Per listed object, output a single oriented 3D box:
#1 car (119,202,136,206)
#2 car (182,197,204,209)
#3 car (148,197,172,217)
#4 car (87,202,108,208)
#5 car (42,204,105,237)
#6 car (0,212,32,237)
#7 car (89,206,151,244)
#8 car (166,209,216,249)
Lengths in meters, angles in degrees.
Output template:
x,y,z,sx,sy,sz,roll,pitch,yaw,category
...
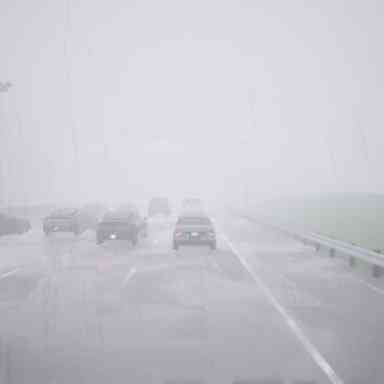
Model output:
x,y,z,sx,sy,sz,roll,pitch,yaw,category
-6.910,1.866,35.983,2.128,1.511,4.902,0,-1,0,car
0.090,1.600,36.248,2.150,2.045,5.566,0,0,0,car
-3.412,1.596,35.749,2.150,2.045,5.566,0,0,0,car
-10.410,1.867,36.063,2.128,1.511,4.902,0,-1,0,car
-6.905,1.691,19.352,2.128,1.511,4.902,0,-1,0,car
-10.406,1.727,17.222,2.033,1.411,5.357,0,-1,0,car
-3.404,1.680,16.746,1.837,1.490,4.892,0,-1,0,car
0.095,1.708,15.339,2.033,1.411,5.357,0,-1,0,car
